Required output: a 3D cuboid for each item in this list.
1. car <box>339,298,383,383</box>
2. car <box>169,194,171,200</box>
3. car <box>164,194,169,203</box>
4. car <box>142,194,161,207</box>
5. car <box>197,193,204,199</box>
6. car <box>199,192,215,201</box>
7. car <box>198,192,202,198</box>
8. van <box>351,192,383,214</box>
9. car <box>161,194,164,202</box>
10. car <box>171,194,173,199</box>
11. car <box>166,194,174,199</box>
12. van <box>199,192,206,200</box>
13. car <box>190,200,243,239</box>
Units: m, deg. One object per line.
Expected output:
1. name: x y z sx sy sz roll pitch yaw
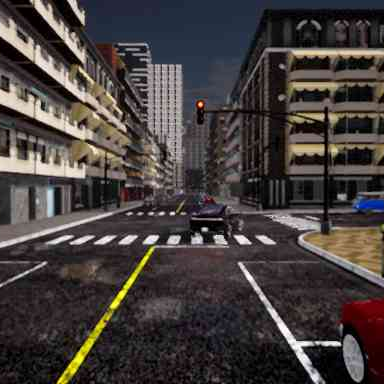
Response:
1. car: 2.678 1.532 2.380 1.887 1.381 4.507 0 0 0
2. car: -5.861 1.279 67.948 1.802 1.307 4.206 -1 0 0
3. car: -5.849 1.159 62.419 1.967 1.590 4.097 -1 0 0
4. car: -5.807 1.338 45.836 2.008 1.369 4.403 0 0 0
5. car: 2.452 1.138 95.602 1.887 1.381 4.507 -1 0 0
6. car: 2.559 1.204 51.379 1.967 1.590 4.097 -1 0 0
7. car: 2.520 1.248 67.962 2.008 1.369 4.403 -1 0 0
8. van: 15.575 0.899 27.980 3.998 1.788 1.690 -1 2 -1
9. car: -5.820 1.330 51.363 1.947 1.339 4.313 0 0 0
10. car: -5.887 1.180 78.833 1.752 1.417 4.829 -1 0 0
11. car: -5.914 1.195 90.059 1.802 1.307 4.206 -1 0 0
12. van: 2.491 0.995 79.017 1.690 1.788 3.998 -1 0 0
13. car: 1.344 1.407 16.944 2.128 1.511 4.902 0 0 19
